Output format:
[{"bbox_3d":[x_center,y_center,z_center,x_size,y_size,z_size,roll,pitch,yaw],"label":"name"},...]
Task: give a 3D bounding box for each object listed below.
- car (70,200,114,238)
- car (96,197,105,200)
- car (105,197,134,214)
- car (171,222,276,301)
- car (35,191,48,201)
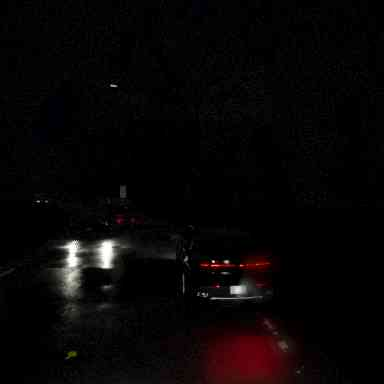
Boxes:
[{"bbox_3d":[-5.332,1.440,17.831,1.882,1.535,5.008,0,0,-13],"label":"car"},{"bbox_3d":[-11.745,1.379,43.864,2.033,1.411,5.357,1,0,-31],"label":"car"},{"bbox_3d":[-7.471,1.382,34.822,1.882,1.535,5.008,1,0,-24],"label":"car"},{"bbox_3d":[0.580,1.506,8.379,1.837,1.490,4.892,0,0,-6],"label":"car"},{"bbox_3d":[-33.953,0.906,74.737,2.150,2.045,5.566,1,-1,-31],"label":"car"}]
